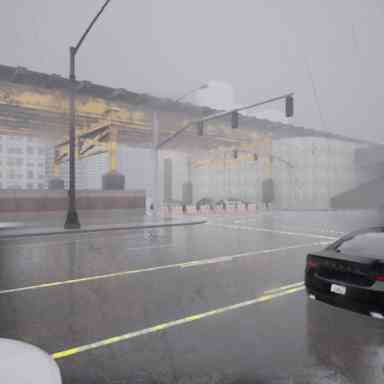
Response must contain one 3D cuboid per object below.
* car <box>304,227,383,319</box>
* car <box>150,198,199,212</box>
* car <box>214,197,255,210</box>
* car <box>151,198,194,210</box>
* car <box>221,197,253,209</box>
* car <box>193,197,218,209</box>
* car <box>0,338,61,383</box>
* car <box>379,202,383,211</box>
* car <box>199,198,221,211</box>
[{"bbox_3d":[4.465,1.481,7.030,5.008,1.535,1.882,0,0,-36],"label":"car"},{"bbox_3d":[-2.039,1.460,37.225,4.974,1.542,2.038,0,0,8],"label":"car"},{"bbox_3d":[5.559,1.464,43.737,4.974,1.542,2.038,0,0,-7],"label":"car"},{"bbox_3d":[-2.091,1.302,37.231,4.536,1.218,1.853,0,0,8],"label":"car"},{"bbox_3d":[5.507,1.306,43.730,4.536,1.218,1.853,0,0,-7],"label":"car"},{"bbox_3d":[1.697,1.304,39.993,1.853,1.218,4.536,0,0,18],"label":"car"},{"bbox_3d":[-3.058,1.525,1.555,4.674,1.442,1.812,0,0,-36],"label":"car"},{"bbox_3d":[24.211,1.508,39.762,4.902,1.511,2.128,0,0,-37],"label":"car"},{"bbox_3d":[1.682,1.462,39.943,2.038,1.542,4.974,0,0,18],"label":"car"}]
